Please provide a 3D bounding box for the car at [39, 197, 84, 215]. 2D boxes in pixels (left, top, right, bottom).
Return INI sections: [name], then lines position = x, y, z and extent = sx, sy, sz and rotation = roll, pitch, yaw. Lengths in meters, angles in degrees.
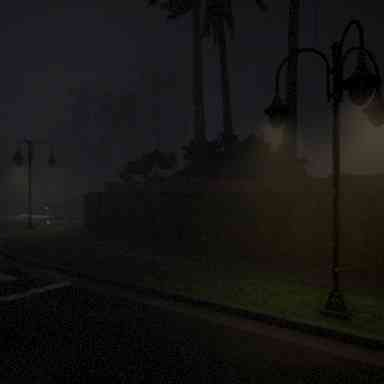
[car]
position = -11.884, 1.301, 31.363
extent = 1.837, 1.490, 4.892
rotation = 0, 0, 36
